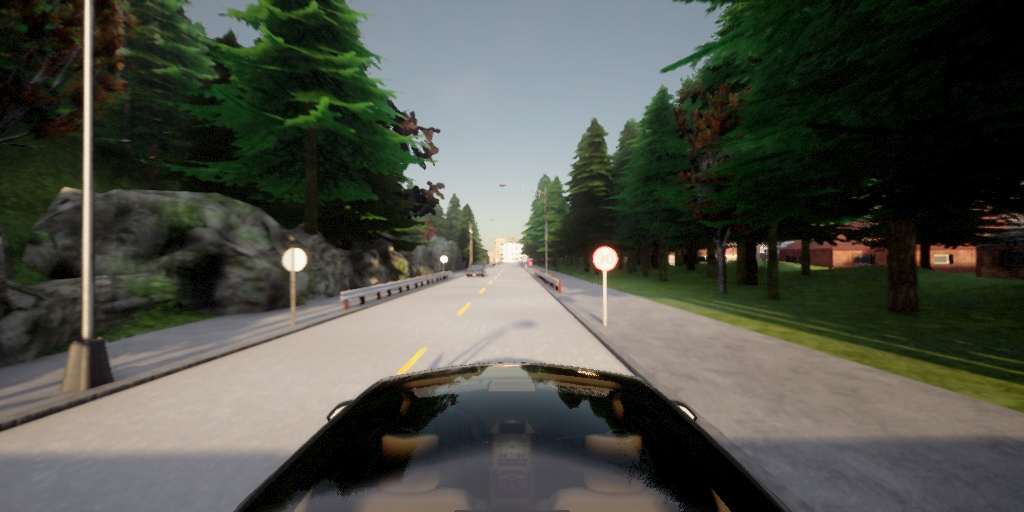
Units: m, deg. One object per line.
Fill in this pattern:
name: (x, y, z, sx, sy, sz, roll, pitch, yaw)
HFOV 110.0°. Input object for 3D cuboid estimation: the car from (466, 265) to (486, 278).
car: (-3.901, 1.658, 39.956, 2.033, 1.411, 5.357, 0, -1, 1)
